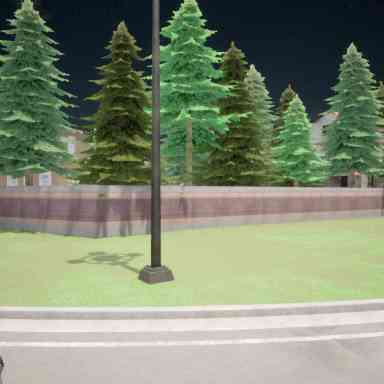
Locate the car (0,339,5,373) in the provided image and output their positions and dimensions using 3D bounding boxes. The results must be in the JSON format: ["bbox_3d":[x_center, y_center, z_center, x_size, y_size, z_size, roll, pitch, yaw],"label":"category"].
[{"bbox_3d":[-4.545,1.492,3.460,4.902,1.511,2.128,0,0,6],"label":"car"}]
